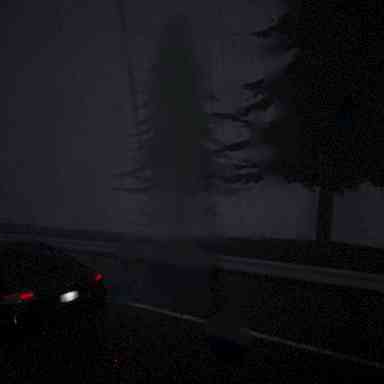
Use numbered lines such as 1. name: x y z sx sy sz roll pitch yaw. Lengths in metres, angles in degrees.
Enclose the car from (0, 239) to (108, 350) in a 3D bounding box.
1. car: -3.577 1.628 6.331 4.181 1.385 1.994 -1 0 34
